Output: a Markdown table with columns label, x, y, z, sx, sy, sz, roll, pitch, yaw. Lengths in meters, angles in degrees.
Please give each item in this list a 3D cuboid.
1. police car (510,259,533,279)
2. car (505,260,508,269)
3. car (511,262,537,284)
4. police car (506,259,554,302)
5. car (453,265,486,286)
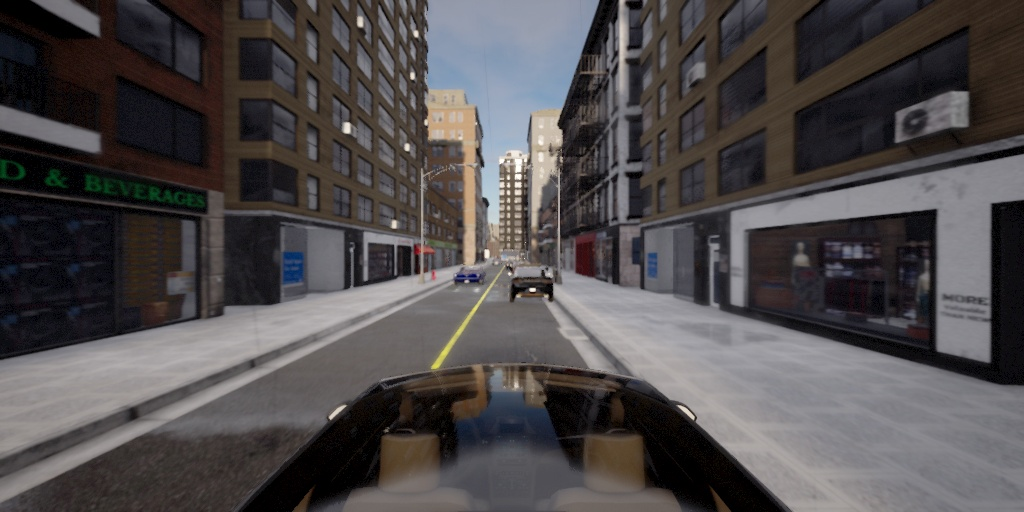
| label | x | y | z | sx | sy | sz | roll | pitch | yaw |
| --- | --- | --- | --- | --- | --- | --- | --- | --- | --- |
| police car | 0.831 | 1.104 | 32.969 | 1.930 | 1.638 | 5.238 | 0 | 0 | 0 |
| car | 0.018 | 1.237 | 51.395 | 1.895 | 1.301 | 4.718 | 0 | 0 | 0 |
| car | 0.830 | 1.220 | 26.859 | 1.812 | 1.442 | 4.674 | 0 | 0 | 0 |
| police car | 0.828 | 1.143 | 16.969 | 1.930 | 1.638 | 5.238 | 0 | 0 | 0 |
| car | -2.844 | 1.299 | 24.746 | 1.895 | 1.301 | 4.718 | 0 | 0 | 0 |
